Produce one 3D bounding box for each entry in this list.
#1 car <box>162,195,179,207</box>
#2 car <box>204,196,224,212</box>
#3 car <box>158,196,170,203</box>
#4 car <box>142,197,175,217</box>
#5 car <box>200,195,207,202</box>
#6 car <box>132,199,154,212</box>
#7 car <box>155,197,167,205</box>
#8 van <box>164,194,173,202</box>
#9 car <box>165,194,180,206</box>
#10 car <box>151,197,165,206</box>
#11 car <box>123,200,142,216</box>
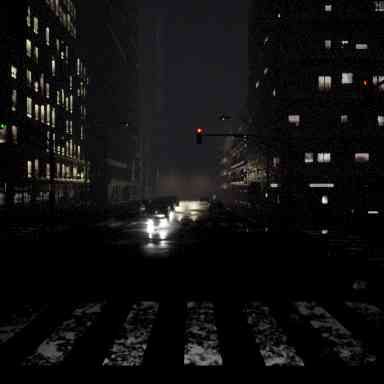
[{"bbox_3d":[-3.023,1.481,40.484,2.128,1.511,4.902,0,0,0],"label":"car"},{"bbox_3d":[2.745,1.540,38.657,2.008,1.369,4.403,-1,0,0],"label":"car"},{"bbox_3d":[-5.583,1.529,66.944,1.887,1.381,4.507,-1,0,0],"label":"car"},{"bbox_3d":[-3.046,1.483,30.999,2.128,1.511,4.902,0,0,0],"label":"car"},{"bbox_3d":[2.805,1.423,72.585,1.967,1.590,4.097,-1,0,0],"label":"car"},{"bbox_3d":[-5.634,1.555,38.672,1.947,1.339,4.313,-1,0,0],"label":"car"},{"bbox_3d":[-5.593,1.567,61.290,1.802,1.307,4.206,-1,0,0],"label":"car"},{"bbox_3d":[-5.566,1.323,78.254,1.690,1.788,3.998,-1,0,0],"label":"van"},{"bbox_3d":[-2.998,1.339,50.448,2.097,1.767,4.553,0,0,0],"label":"car"},{"bbox_3d":[-5.604,1.531,55.635,1.887,1.381,4.507,-1,0,0],"label":"car"},{"bbox_3d":[-5.645,1.516,32.847,1.752,1.417,4.829,-1,0,0],"label":"car"}]
